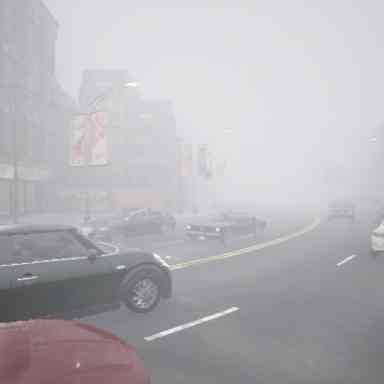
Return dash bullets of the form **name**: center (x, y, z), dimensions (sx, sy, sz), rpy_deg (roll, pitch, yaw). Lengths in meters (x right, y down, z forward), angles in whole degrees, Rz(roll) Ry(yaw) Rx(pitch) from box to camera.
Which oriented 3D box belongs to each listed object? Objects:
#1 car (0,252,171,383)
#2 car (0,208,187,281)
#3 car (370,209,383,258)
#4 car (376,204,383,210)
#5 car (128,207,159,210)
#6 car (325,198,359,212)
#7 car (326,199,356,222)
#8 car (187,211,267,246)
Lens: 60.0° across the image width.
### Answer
- **car**: center (-2.599, 1.475, 1.727), dimensions (5.008, 1.535, 1.882), rpy_deg (1, 0, -34)
- **car**: center (-2.601, 1.346, 6.041), dimensions (4.553, 1.767, 2.097), rpy_deg (0, 0, -37)
- **car**: center (7.682, 1.522, 11.937), dimensions (1.812, 1.442, 4.674), rpy_deg (0, 0, 37)
- **car**: center (14.203, 1.468, 23.363), dimensions (1.882, 1.535, 5.008), rpy_deg (0, 0, 23)
- **car**: center (-2.804, 1.477, 15.570), dimensions (2.128, 1.511, 4.902), rpy_deg (0, 0, 40)
- **car**: center (18.120, 1.526, 40.579), dimensions (2.033, 1.411, 5.357), rpy_deg (0, 0, 4)
- **car**: center (11.692, 1.534, 26.348), dimensions (2.033, 1.411, 5.357), rpy_deg (0, 0, 21)
- **car**: center (1.713, 1.589, 15.538), dimensions (1.895, 1.301, 4.718), rpy_deg (0, 0, 36)
